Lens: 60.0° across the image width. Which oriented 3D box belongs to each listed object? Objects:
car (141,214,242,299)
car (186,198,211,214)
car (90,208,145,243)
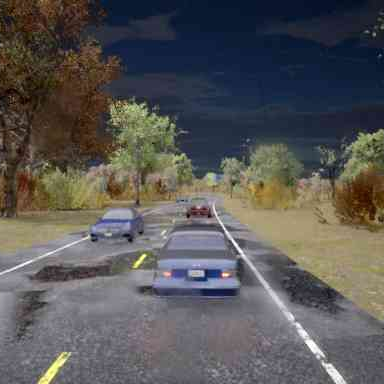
[{"bbox_3d":[0.139,1.542,8.622,2.033,1.411,5.357,0,0,1],"label":"car"},{"bbox_3d":[0.641,1.325,29.930,2.097,1.767,4.553,0,0,2],"label":"car"},{"bbox_3d":[-3.439,1.511,16.133,1.812,1.442,4.674,0,0,1],"label":"car"}]
